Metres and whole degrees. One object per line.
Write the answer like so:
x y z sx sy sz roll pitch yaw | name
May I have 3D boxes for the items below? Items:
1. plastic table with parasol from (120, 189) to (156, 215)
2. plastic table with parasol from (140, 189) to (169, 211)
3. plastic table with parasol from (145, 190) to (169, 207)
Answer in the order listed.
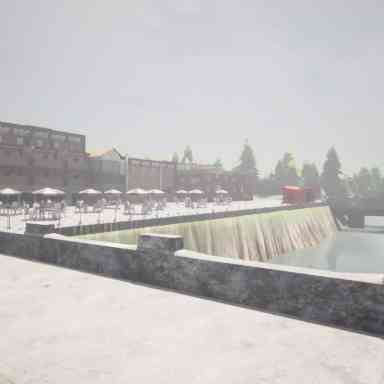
-5.263 0.925 32.485 2.482 2.480 2.482 0 0 35 | plastic table with parasol
-4.504 0.925 40.174 2.482 2.480 2.482 0 0 35 | plastic table with parasol
-5.214 0.925 49.162 2.482 2.480 2.482 0 0 35 | plastic table with parasol
